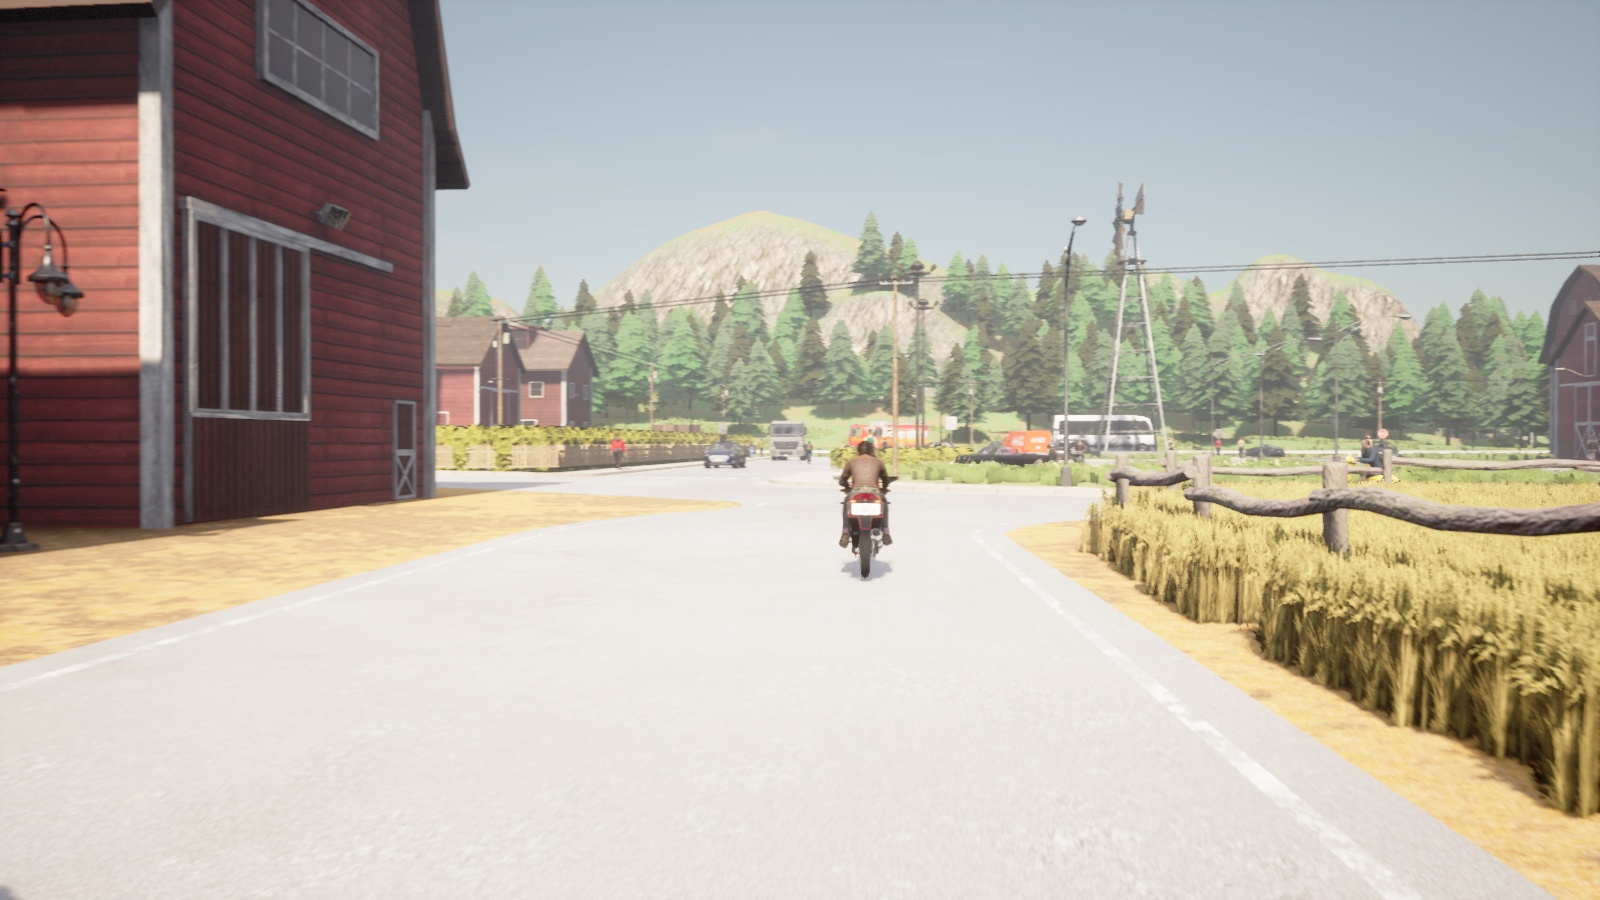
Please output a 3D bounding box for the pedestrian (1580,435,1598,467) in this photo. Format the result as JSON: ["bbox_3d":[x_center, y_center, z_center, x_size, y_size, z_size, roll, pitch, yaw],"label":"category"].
[{"bbox_3d":[46.183,0.054,73.529,0.563,1.883,0.849,0,0,7],"label":"pedestrian"}]

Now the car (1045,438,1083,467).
[{"bbox_3d":[17.373,0.126,82.771,1.932,1.855,4.605,0,0,6],"label":"car"}]

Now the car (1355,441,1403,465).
[{"bbox_3d":[40.337,0.211,87.548,1.851,1.617,3.988,0,0,5],"label":"car"}]

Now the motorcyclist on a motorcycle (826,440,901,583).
[{"bbox_3d":[0.725,0.649,14.436,0.797,1.523,2.044,0,0,3],"label":"motorcyclist on a motorcycle"}]

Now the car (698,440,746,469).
[{"bbox_3d":[-4.510,0.262,73.537,2.033,1.649,4.856,0,0,6],"label":"car"}]

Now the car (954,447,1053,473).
[{"bbox_3d":[10.416,0.503,64.306,4.718,1.301,1.895,0,0,-19],"label":"car"}]

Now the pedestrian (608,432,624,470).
[{"bbox_3d":[-9.142,0.043,62.448,0.634,1.844,0.899,0,0,2],"label":"pedestrian"}]

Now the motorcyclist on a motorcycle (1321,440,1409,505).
[{"bbox_3d":[14.056,0.544,31.303,1.817,1.590,0.866,0,0,6],"label":"motorcyclist on a motorcycle"}]
